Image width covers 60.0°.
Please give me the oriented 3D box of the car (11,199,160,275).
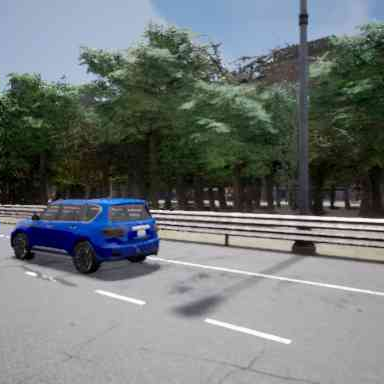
[{"bbox_3d":[-3.569,1.233,10.719,5.566,2.045,2.150,0,0,36],"label":"car"}]
